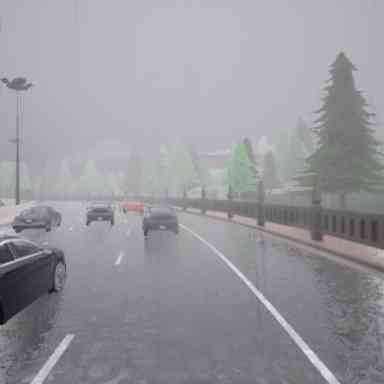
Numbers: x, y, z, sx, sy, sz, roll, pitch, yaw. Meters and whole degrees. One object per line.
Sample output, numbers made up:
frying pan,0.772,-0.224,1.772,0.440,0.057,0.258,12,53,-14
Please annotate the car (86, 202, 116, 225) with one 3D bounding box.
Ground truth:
car,-6.722,1.529,24.593,1.837,1.490,4.892,0,0,-14

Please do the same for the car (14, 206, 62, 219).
car,-9.196,1.581,20.141,2.033,1.411,5.357,0,0,-12

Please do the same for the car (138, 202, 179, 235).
car,-1.898,1.511,18.867,1.837,1.490,4.892,0,0,-10

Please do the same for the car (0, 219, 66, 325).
car,-3.780,1.505,5.925,2.128,1.511,4.902,0,0,-3

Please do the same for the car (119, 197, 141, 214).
car,-6.730,1.376,36.481,2.097,1.767,4.553,0,0,-20
